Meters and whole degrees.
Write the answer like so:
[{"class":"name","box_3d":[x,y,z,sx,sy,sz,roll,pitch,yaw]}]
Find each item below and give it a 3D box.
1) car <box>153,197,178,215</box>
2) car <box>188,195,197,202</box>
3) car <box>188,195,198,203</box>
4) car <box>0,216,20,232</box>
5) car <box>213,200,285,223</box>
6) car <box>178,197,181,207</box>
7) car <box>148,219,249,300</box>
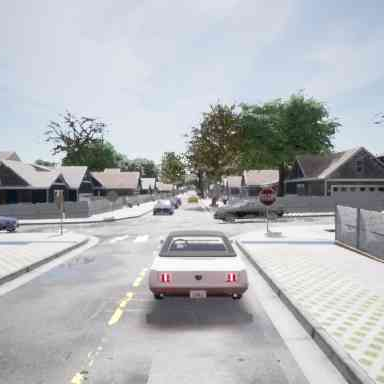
[{"class":"car","box_3d":[-2.787,1.493,33.605,2.033,1.411,5.357,0,0,0]},{"class":"car","box_3d":[0.143,1.398,76.136,2.128,1.511,4.902,0,0,0]},{"class":"car","box_3d":[0.221,1.364,65.504,1.882,1.535,5.008,0,0,0]},{"class":"car","box_3d":[-13.004,1.817,20.207,4.674,1.442,1.812,-2,0,2]},{"class":"car","box_3d":[3.944,1.313,23.204,4.902,1.511,2.128,-2,-1,-4]},{"class":"car","box_3d":[-2.764,1.450,43.630,1.812,1.442,4.674,0,0,0]},{"class":"car","box_3d":[0.120,1.596,8.356,1.895,1.301,4.718,0,0,0]}]
